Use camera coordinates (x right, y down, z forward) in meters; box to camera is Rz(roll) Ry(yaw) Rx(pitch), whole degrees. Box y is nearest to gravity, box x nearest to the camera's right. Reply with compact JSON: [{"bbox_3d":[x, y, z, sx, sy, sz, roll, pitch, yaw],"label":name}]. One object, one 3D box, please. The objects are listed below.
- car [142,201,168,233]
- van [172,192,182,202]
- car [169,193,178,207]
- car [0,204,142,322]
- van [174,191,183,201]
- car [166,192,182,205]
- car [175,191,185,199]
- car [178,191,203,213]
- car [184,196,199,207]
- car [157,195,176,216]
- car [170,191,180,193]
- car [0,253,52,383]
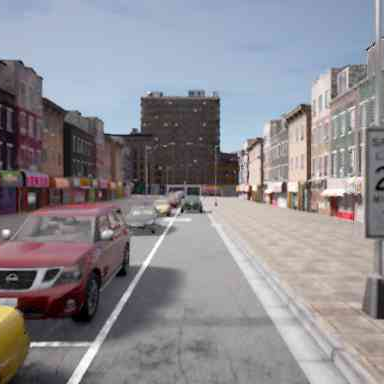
[{"bbox_3d":[-2.652,1.393,18.189,2.008,1.369,4.403,0,0,0],"label":"car"},{"bbox_3d":[-2.689,0.833,61.739,1.690,1.788,3.998,0,0,0],"label":"van"},{"bbox_3d":[-2.671,1.215,39.965,1.887,1.381,4.507,0,0,0],"label":"car"},{"bbox_3d":[-2.640,1.250,7.299,2.192,1.841,5.009,0,1,0],"label":"car"},{"bbox_3d":[-2.694,0.786,67.183,1.690,1.788,3.998,0,0,0],"label":"van"},{"bbox_3d":[-2.680,0.898,50.851,2.192,1.841,5.009,0,0,0],"label":"car"},{"bbox_3d":[-2.703,0.663,78.071,2.192,1.841,5.009,0,1,0],"label":"car"},{"bbox_3d":[-0.025,1.077,32.863,2.097,1.767,4.553,0,0,0],"label":"car"},{"bbox_3d":[-0.015,1.230,45.209,1.895,1.301,4.718,0,0,0],"label":"car"},{"bbox_3d":[-2.661,1.282,28.906,1.752,1.417,4.829,0,0,0],"label":"car"},{"bbox_3d":[-2.675,1.067,45.408,1.967,1.590,4.097,0,0,0],"label":"car"},{"bbox_3d":[-2.636,1.509,1.688,1.752,1.417,4.829,0,1,0],"label":"car"}]
